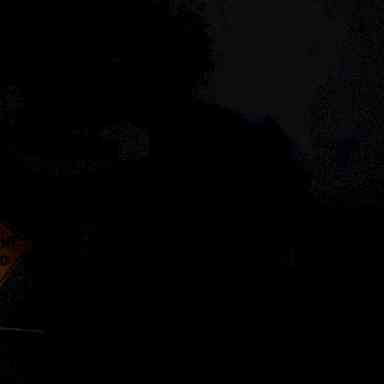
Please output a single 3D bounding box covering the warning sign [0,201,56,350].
[{"bbox_3d":[-2.871,1.112,4.667,1.060,1.860,1.300,-3,1,36],"label":"warning sign"}]
